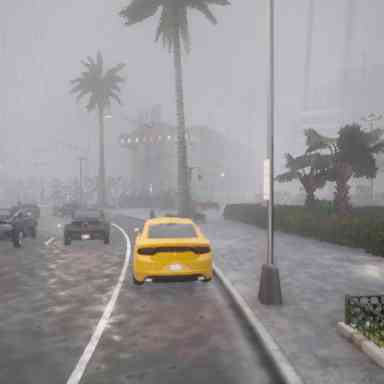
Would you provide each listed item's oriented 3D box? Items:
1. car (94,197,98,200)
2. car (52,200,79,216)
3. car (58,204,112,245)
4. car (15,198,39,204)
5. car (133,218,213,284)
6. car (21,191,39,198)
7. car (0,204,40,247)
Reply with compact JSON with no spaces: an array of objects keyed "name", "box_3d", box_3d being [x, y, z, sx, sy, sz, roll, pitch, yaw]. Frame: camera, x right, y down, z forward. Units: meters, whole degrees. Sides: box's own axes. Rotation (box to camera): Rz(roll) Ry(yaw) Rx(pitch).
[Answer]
[{"name":"car","box_3d":[-26.644,1.553,85.529,4.718,1.301,1.895,0,0,24]},{"name":"car","box_3d":[-11.624,1.508,30.887,1.837,1.490,4.892,0,0,-34]},{"name":"car","box_3d":[-4.796,1.514,15.554,1.837,1.490,4.892,0,0,-14]},{"name":"car","box_3d":[-14.518,1.505,28.918,1.837,1.490,4.892,0,0,-34]},{"name":"car","box_3d":[-0.674,1.476,9.661,1.882,1.535,5.008,0,0,-7]},{"name":"car","box_3d":[-33.931,1.226,68.961,4.553,1.767,2.185,0,0,24]},{"name":"car","box_3d":[-8.196,1.489,14.721,2.128,1.511,4.902,0,0,-14]}]
